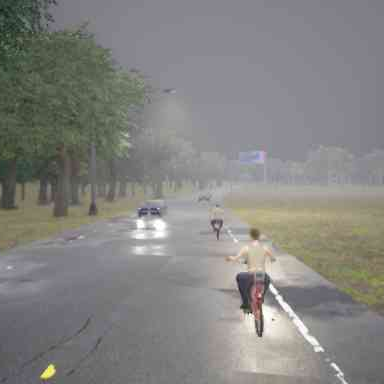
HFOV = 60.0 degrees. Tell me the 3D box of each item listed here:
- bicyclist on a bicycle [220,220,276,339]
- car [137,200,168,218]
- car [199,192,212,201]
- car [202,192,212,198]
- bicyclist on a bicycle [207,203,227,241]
[{"bbox_3d":[1.008,1.375,5.479,0.866,1.612,1.509,0,0,0],"label":"bicyclist on a bicycle"},{"bbox_3d":[-3.119,1.311,26.898,1.895,1.301,4.718,0,1,2],"label":"car"},{"bbox_3d":[2.173,0.922,57.569,1.895,1.301,4.718,0,1,4],"label":"car"},{"bbox_3d":[3.368,0.627,73.957,1.994,1.385,4.181,0,1,5],"label":"car"},{"bbox_3d":[1.113,1.280,14.608,0.866,1.612,1.509,0,0,1],"label":"bicyclist on a bicycle"}]
